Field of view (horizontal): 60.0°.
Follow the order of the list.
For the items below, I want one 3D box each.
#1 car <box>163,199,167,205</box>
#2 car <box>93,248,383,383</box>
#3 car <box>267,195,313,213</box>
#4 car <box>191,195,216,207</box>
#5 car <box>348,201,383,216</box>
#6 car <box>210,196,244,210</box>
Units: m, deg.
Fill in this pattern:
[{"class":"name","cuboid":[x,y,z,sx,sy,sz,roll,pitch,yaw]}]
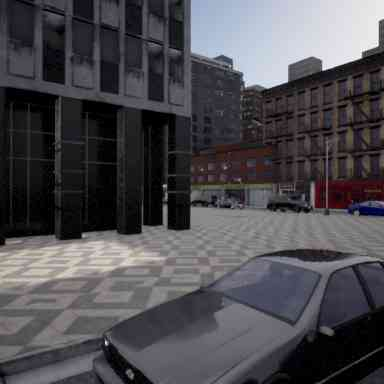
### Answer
[{"class":"car","cuboid":[-4.084,1.843,65.023,1.837,1.490,4.892,0,0,-36]},{"class":"car","cuboid":[1.547,1.547,4.483,5.357,1.411,2.033,0,0,-35]},{"class":"car","cuboid":[11.284,1.391,38.806,2.150,2.045,5.566,0,-1,-36]},{"class":"car","cuboid":[2.135,1.520,56.624,2.150,2.045,5.566,0,0,-36]},{"class":"car","cuboid":[17.134,1.577,30.808,1.882,1.535,5.008,0,-1,-37]},{"class":"car","cuboid":[5.248,1.726,47.060,2.128,1.511,4.902,0,0,-36]}]
